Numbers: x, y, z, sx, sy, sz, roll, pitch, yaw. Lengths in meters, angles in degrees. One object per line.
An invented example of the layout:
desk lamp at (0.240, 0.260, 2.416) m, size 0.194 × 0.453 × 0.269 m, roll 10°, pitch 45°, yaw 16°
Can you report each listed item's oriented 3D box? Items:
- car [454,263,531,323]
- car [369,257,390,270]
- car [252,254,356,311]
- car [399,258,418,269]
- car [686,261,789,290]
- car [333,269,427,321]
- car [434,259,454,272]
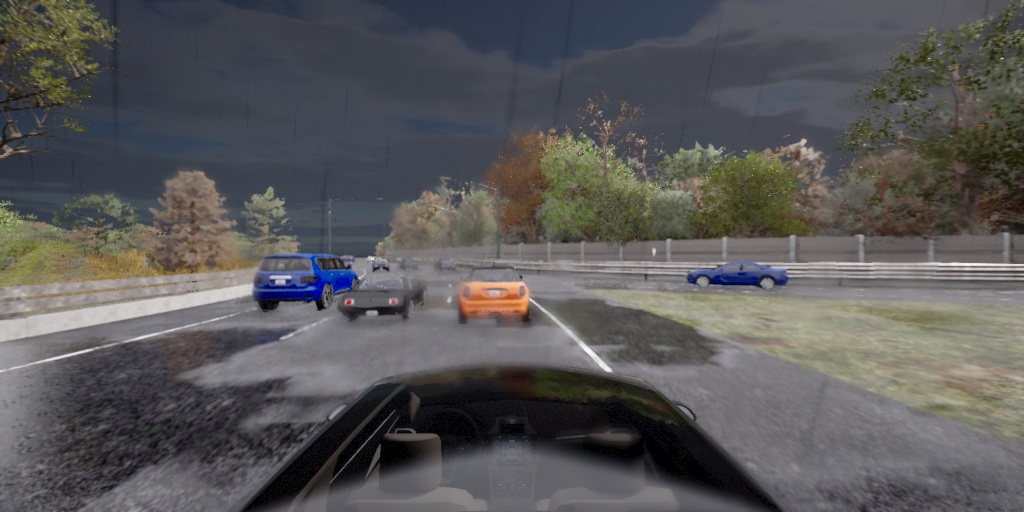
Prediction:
car at (-0.650, 1.046, 12.122) m, size 2.097 × 1.767 × 4.553 m, roll 0°, pitch 0°, yaw -5°
car at (-16.237, 1.171, 44.172) m, size 1.895 × 1.301 × 4.718 m, roll 0°, pitch 0°, yaw -23°
car at (-7.930, 0.929, 14.379) m, size 2.150 × 2.045 × 5.566 m, roll 0°, pitch 0°, yaw -8°
car at (-13.421, 1.040, 46.357) m, size 2.128 × 1.511 × 4.902 m, roll 0°, pitch 0°, yaw -24°
car at (12.849, 1.077, 20.705) m, size 5.008 × 1.535 × 1.882 m, roll -1°, pitch 0°, yaw 28°
car at (-4.114, 1.306, 12.272) m, size 1.895 × 1.301 × 4.718 m, roll 0°, pitch 0°, yaw -5°
car at (-7.993, 1.099, 42.521) m, size 2.033 × 1.411 × 5.357 m, roll 0°, pitch 0°, yaw -21°
